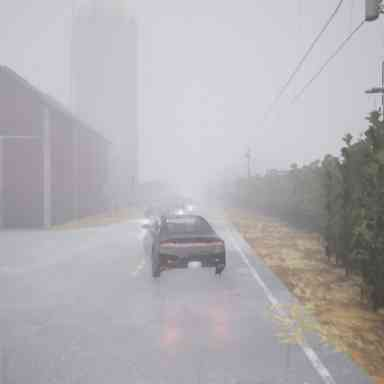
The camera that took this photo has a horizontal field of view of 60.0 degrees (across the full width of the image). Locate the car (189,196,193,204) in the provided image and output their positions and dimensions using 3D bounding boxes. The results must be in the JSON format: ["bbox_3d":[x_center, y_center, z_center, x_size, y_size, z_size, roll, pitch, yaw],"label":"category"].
[{"bbox_3d":[-0.865,1.188,51.379,1.895,1.301,4.718,0,0,4],"label":"car"}]

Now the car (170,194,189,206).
[{"bbox_3d":[-1.864,1.050,37.603,2.097,1.767,4.553,0,0,4],"label":"car"}]

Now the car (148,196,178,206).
[{"bbox_3d":[-2.563,1.304,27.501,1.812,1.442,4.674,0,0,5],"label":"car"}]

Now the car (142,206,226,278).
[{"bbox_3d":[-0.402,1.412,9.950,2.128,1.511,4.902,0,1,-11],"label":"car"}]
